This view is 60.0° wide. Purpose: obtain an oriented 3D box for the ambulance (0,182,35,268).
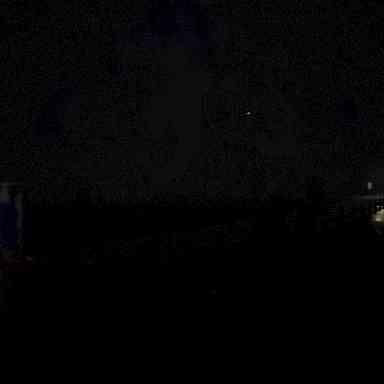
[{"bbox_3d":[-6.804,0.954,6.774,2.351,2.431,6.366,1,0,35],"label":"ambulance"}]
